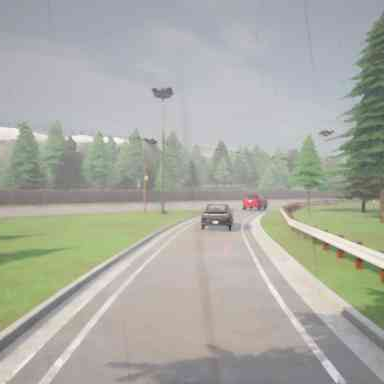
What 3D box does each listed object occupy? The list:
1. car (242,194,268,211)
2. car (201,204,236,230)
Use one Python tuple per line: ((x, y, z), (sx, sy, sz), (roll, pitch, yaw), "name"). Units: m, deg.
((7.986, 1.240, 41.842), (2.150, 2.045, 5.566), (0, 0, 25), "car")
((1.688, 1.498, 21.174), (2.128, 1.511, 4.902), (0, 0, 9), "car")
